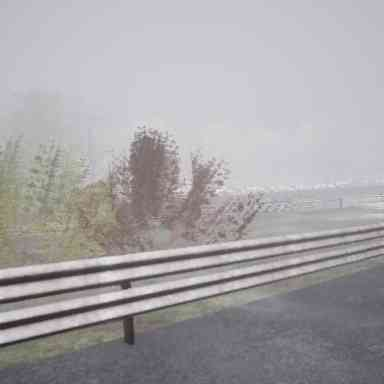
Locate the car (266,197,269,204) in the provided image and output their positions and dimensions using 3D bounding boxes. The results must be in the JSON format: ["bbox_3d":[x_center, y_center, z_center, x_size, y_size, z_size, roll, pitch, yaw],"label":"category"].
[{"bbox_3d":[11.812,1.138,45.864,4.718,1.301,1.895,-4,2,-16],"label":"car"}]

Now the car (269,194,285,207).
[{"bbox_3d":[12.786,0.948,42.495,4.553,1.767,2.097,-4,2,-16],"label":"car"}]

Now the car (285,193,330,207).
[{"bbox_3d":[13.878,0.999,39.169,4.553,1.767,2.097,-4,2,-16],"label":"car"}]
